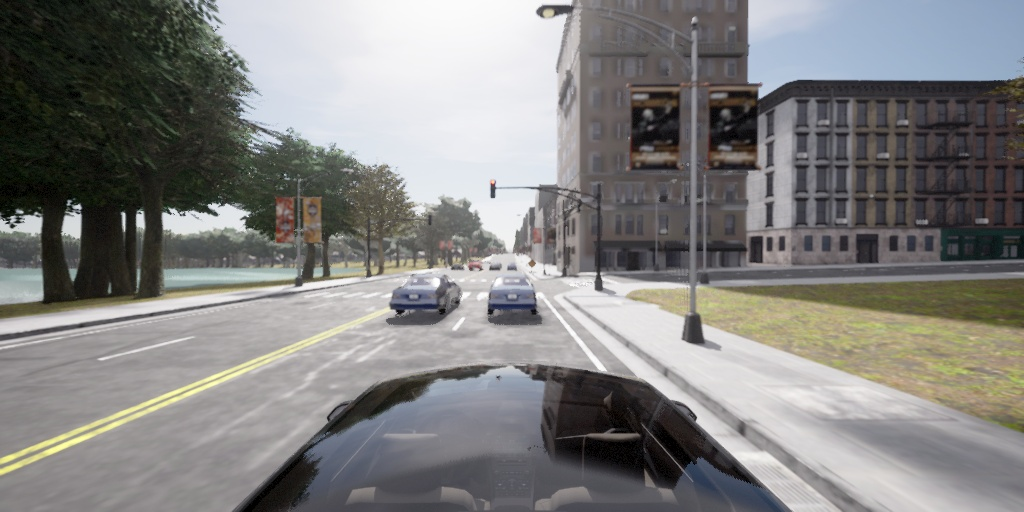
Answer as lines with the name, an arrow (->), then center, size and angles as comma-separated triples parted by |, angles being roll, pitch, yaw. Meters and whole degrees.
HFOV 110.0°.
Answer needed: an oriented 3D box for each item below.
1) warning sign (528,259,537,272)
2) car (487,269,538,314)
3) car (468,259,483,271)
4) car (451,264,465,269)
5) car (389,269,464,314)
warning sign -> 2.848, 1.370, 51.445 | 1.300, 1.860, 1.060 | 0, 0, 0
car -> 0.007, 1.410, 14.393 | 2.033, 1.411, 5.357 | 0, -1, 0
car -> -6.534, 1.634, 64.586 | 2.150, 2.045, 5.566 | 0, -1, 1
car -> -9.779, 2.014, 64.602 | 1.895, 1.301, 4.718 | 0, -1, 1
car -> -3.245, 1.410, 14.366 | 2.033, 1.411, 5.357 | 0, -1, 0
